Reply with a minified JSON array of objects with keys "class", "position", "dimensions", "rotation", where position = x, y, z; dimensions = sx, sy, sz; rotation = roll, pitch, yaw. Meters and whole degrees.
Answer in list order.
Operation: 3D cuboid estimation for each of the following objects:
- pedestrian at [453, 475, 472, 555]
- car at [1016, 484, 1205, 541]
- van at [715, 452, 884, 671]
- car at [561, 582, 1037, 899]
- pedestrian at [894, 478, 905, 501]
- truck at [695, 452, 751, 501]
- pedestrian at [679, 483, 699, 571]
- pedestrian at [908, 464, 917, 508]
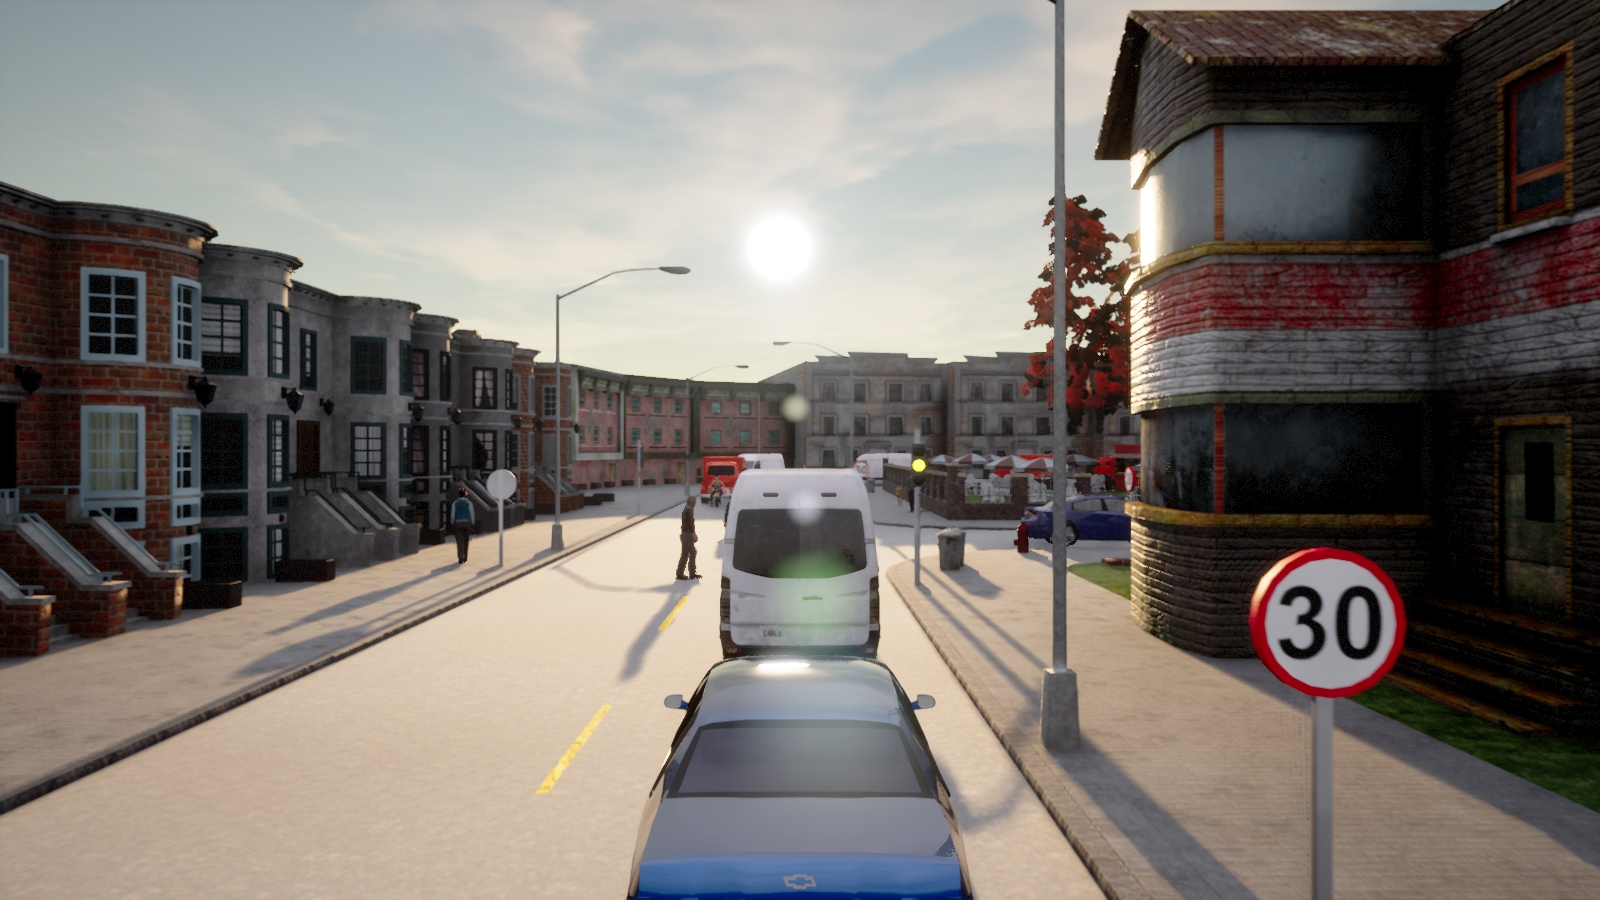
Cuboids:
[{"class":"pedestrian","position":[-7.934,1.524,26.874],"dimensions":[0.375,1.860,0.375],"rotation":[0,0,-8]},{"class":"car","position":[9.048,1.814,33.633],"dimensions":[5.006,1.535,2.097],"rotation":[0,0,1]},{"class":"van","position":[-0.006,1.314,16.384],"dimensions":[1.988,2.561,5.915],"rotation":[0,0,0]},{"class":"car","position":[-0.005,1.886,7.558],"dimensions":[2.033,1.411,5.357],"rotation":[0,0,0]},{"class":"pedestrian","position":[4.757,1.897,54.567],"dimensions":[0.500,1.100,0.500],"rotation":[0,0,0]},{"class":"truck","position":[-4.038,1.348,60.574],"dimensions":[2.627,2.467,5.204],"rotation":[0,0,0]},{"class":"pedestrian","position":[-2.358,1.628,24.308],"dimensions":[0.375,1.860,0.375],"rotation":[0,0,-1]},{"class":"pedestrian","position":[4.743,1.516,48.150],"dimensions":[0.375,1.860,0.375],"rotation":[0,0,0]}]
